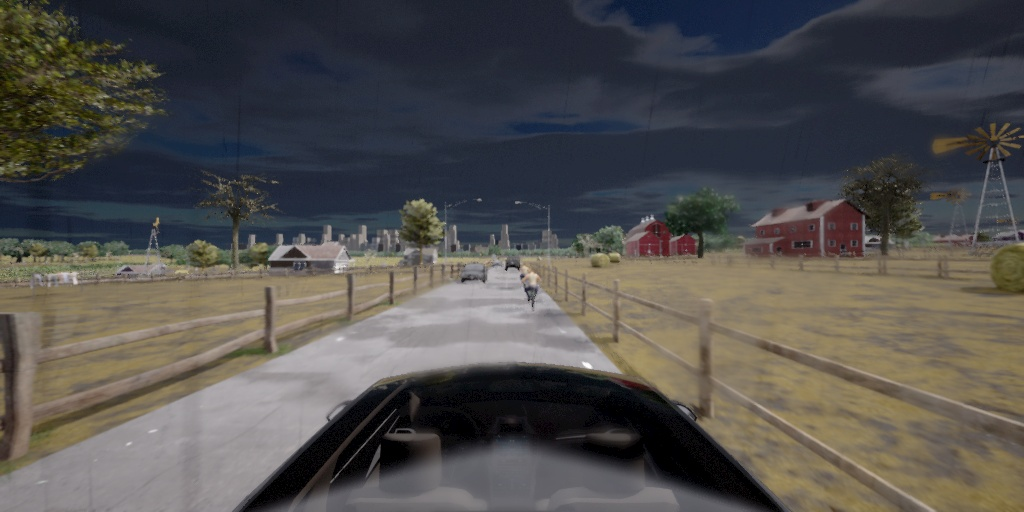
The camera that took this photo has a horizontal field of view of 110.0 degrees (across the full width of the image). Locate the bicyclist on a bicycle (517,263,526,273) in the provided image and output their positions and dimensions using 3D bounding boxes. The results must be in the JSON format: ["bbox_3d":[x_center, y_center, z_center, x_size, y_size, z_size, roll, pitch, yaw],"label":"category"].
[{"bbox_3d":[0.777,1.225,22.563,0.866,1.612,1.509,0,0,0],"label":"bicyclist on a bicycle"}]

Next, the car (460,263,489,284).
[{"bbox_3d":[-2.845,1.306,27.851,1.837,1.490,4.892,0,0,0],"label":"car"}]

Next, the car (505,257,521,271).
[{"bbox_3d":[0.098,1.126,54.171,2.150,2.045,5.566,0,0,0],"label":"car"}]

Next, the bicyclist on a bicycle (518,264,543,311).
[{"bbox_3d":[0.757,1.206,13.603,0.866,1.612,1.509,0,0,0],"label":"bicyclist on a bicycle"}]
